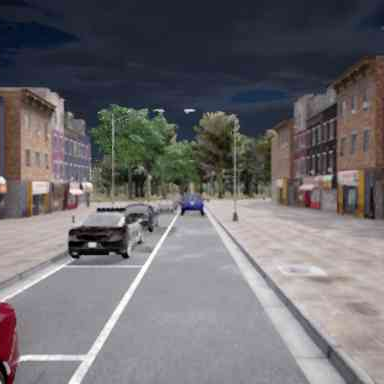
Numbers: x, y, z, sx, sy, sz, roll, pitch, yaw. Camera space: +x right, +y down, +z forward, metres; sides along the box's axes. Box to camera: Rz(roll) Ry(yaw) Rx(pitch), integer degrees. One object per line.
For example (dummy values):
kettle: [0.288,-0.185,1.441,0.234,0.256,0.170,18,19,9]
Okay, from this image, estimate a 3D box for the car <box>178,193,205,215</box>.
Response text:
car: [0.054,1.122,32.265,2.150,2.045,5.566,0,0,1]

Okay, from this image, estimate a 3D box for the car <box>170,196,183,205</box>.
car: [-2.628,1.400,55.982,1.947,1.339,4.313,-1,0,0]

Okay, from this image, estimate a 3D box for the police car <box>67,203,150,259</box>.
police car: [-3.004,1.383,12.624,1.930,1.638,5.238,0,0,0]

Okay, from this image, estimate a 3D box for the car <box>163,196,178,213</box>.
car: [-2.635,1.443,34.243,2.008,1.369,4.403,-1,0,0]

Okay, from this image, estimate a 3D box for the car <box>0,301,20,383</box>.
car: [-2.646,1.539,1.634,1.887,1.381,4.507,-1,0,0]

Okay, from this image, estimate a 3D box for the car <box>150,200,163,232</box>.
car: [-3.014,1.441,19.514,1.837,1.490,4.892,0,0,0]

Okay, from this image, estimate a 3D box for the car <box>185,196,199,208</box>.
car: [0.066,1.366,45.695,1.837,1.490,4.892,0,0,0]

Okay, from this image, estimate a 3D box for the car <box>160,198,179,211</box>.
car: [-2.633,1.443,39.678,1.947,1.339,4.313,-1,0,0]

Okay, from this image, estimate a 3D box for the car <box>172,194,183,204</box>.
car: [-2.627,1.260,61.417,1.967,1.590,4.097,-1,0,0]
